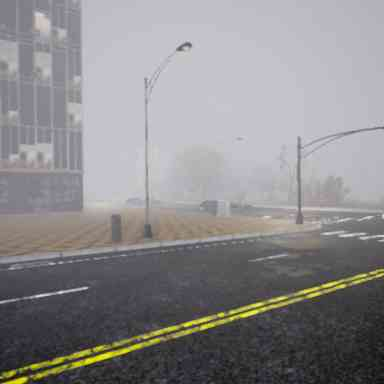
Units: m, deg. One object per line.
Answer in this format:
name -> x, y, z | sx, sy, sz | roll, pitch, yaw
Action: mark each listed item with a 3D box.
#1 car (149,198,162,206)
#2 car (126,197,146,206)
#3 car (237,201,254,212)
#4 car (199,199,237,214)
car -> -7.261, 1.733, 60.113 | 1.895, 1.301, 4.718 | -1, 0, -32
car -> -10.004, 1.652, 58.357 | 1.882, 1.535, 5.008 | -1, 0, -32
car -> 5.358, 1.713, 40.542 | 1.895, 1.301, 4.718 | -1, 0, -33
car -> 2.664, 1.659, 38.720 | 1.837, 1.490, 4.892 | -1, 1, -33
